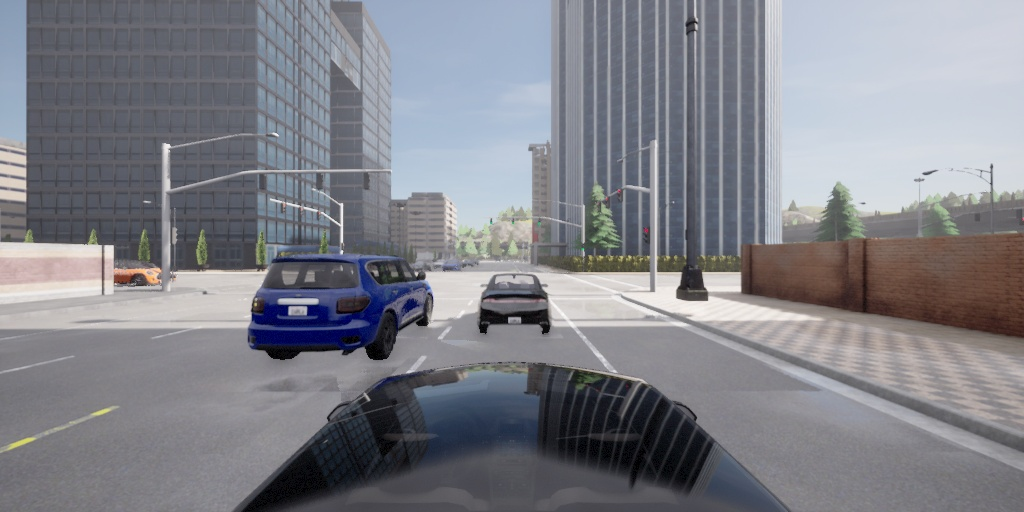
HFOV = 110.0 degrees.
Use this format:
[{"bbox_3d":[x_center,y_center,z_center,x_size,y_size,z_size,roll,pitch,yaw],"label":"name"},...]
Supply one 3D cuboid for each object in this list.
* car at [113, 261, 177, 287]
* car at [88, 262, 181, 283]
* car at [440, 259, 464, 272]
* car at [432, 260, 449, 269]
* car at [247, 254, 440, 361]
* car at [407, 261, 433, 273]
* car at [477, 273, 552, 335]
[{"bbox_3d":[-25.530,1.124,24.176,4.553,1.767,2.097,0,0,0],"label":"car"},{"bbox_3d":[-28.977,1.267,27.646,4.902,1.511,2.128,0,0,0],"label":"car"},{"bbox_3d":[-7.821,1.272,46.859,1.882,1.535,5.008,0,0,-1],"label":"car"},{"bbox_3d":[-11.403,1.330,57.407,1.812,1.442,4.674,0,0,-1],"label":"car"},{"bbox_3d":[-3.434,0.978,8.448,2.150,2.045,5.566,0,0,0],"label":"car"},{"bbox_3d":[-11.448,1.318,44.719,1.812,1.442,4.674,0,0,3],"label":"car"},{"bbox_3d":[0.068,1.251,10.603,2.128,1.511,4.902,0,0,0],"label":"car"}]
